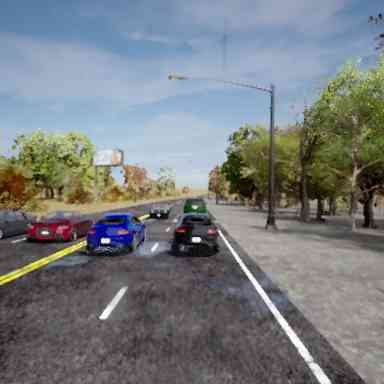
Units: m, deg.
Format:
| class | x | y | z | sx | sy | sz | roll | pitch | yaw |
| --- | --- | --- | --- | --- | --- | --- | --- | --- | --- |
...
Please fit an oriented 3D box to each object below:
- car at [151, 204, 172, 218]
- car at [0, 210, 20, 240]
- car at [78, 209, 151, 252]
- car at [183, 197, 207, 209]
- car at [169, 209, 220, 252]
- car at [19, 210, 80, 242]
| class | x | y | z | sx | sy | sz | roll | pitch | yaw |
| --- | --- | --- | --- | --- | --- | --- | --- | --- | --- |
| car | -2.999 | 1.853 | 32.648 | 1.895 | 1.301 | 4.718 | 1 | 0 | 0 |
| car | -9.696 | 1.604 | 16.783 | 2.033 | 1.411 | 5.357 | 1 | -1 | 0 |
| car | -3.103 | 1.616 | 14.295 | 1.812 | 1.442 | 4.674 | 1 | -1 | 0 |
| car | 0.263 | 1.526 | 32.715 | 2.150 | 2.045 | 5.566 | 0 | 0 | 0 |
| car | 0.170 | 1.640 | 14.420 | 1.812 | 1.442 | 4.674 | 1 | -2 | 0 |
| car | -6.449 | 1.626 | 16.620 | 1.994 | 1.385 | 4.181 | 1 | -1 | 0 |
